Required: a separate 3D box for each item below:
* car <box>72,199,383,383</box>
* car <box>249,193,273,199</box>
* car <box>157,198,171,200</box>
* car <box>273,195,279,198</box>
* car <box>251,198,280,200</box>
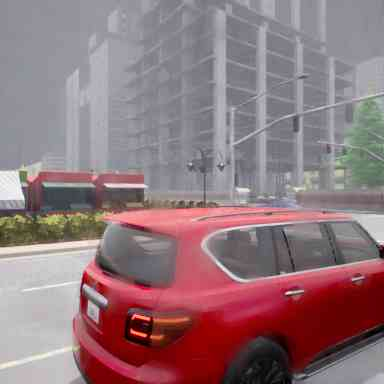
[{"bbox_3d":[1.259,1.221,4.687,5.566,2.045,2.150,0,0,-35],"label":"car"},{"bbox_3d":[11.661,1.114,58.199,1.905,1.878,3.866,0,0,-36],"label":"car"},{"bbox_3d":[-3.171,1.422,38.320,1.882,1.535,5.008,0,0,-36],"label":"car"},{"bbox_3d":[14.052,1.114,59.913,1.905,1.878,3.866,0,0,-36],"label":"car"},{"bbox_3d":[6.986,1.436,24.327,1.882,1.535,5.008,0,0,-36],"label":"car"}]
